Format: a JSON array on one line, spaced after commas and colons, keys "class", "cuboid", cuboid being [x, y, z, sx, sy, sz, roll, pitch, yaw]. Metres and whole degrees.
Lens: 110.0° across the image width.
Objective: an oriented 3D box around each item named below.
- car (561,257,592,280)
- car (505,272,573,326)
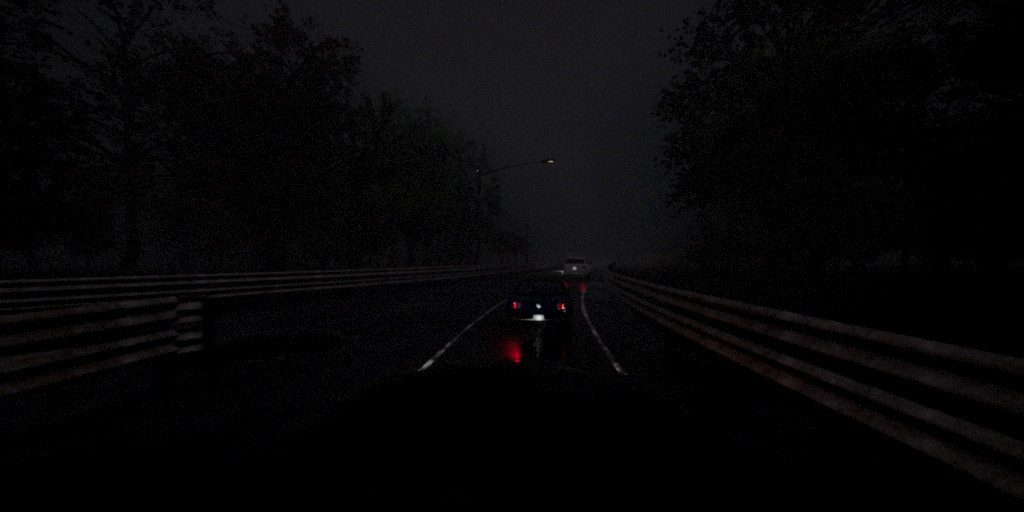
[{"class": "car", "cuboid": [6.179, 1.128, 33.598, 2.150, 2.045, 5.566, 0, 0, 17]}, {"class": "car", "cuboid": [1.006, 1.404, 12.019, 1.895, 1.301, 4.718, 0, 0, 7]}]
